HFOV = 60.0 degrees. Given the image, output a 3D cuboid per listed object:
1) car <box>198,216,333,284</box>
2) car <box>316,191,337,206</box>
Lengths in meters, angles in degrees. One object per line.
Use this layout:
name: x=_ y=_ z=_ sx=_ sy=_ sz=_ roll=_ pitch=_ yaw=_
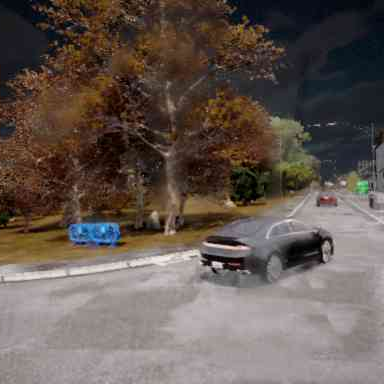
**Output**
car: x=2.319 y=1.441 z=9.527 sx=4.902 sy=1.511 sz=2.128 roll=-2 pitch=0 yaw=-44
car: x=15.247 y=0.621 z=37.773 sx=2.097 sy=1.767 sz=4.553 roll=-2 pitch=1 yaw=21
